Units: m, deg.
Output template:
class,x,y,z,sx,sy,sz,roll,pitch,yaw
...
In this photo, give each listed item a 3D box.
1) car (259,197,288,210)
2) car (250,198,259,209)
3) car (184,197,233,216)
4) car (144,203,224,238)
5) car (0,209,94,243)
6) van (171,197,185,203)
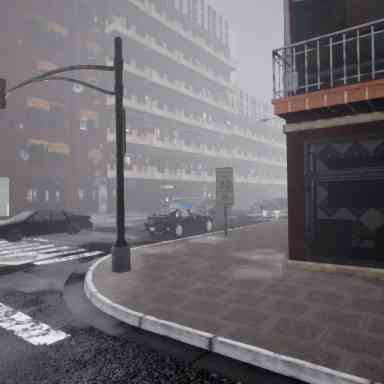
class,x,y,z,sx,sy,sz,roll,pitch,yaw
car,10.712,1.418,41.759,1.882,1.535,5.008,-1,-1,36
car,9.284,1.430,44.053,1.967,1.590,4.097,-1,-1,36
car,1.772,1.322,29.334,2.097,1.767,4.553,-1,-1,36
car,-0.524,1.435,16.821,2.008,1.369,4.403,-1,-1,36
car,-7.490,1.556,16.392,2.033,1.411,5.357,-1,-1,36
van,-0.448,1.365,30.466,1.690,1.788,3.998,-1,-1,36
